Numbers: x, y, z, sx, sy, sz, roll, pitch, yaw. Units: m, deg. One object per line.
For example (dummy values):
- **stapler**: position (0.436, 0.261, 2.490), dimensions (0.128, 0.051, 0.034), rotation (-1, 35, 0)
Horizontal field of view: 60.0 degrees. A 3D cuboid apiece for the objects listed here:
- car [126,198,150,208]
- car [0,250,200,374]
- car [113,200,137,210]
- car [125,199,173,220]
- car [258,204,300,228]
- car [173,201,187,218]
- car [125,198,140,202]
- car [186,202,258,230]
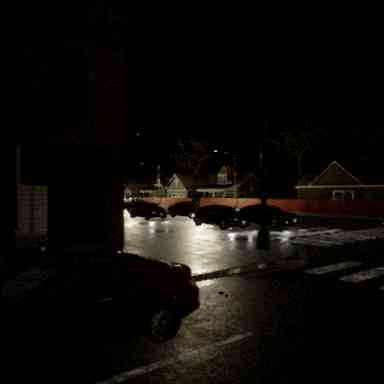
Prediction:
- **car**: position (-8.939, 1.829, 54.506), dimensions (1.837, 1.490, 4.892), rotation (0, 0, -35)
- **car**: position (-1.807, 1.584, 4.899), dimensions (4.206, 1.307, 1.802), rotation (0, 0, -36)
- **car**: position (-10.200, 1.908, 50.549), dimensions (1.895, 1.301, 4.718), rotation (0, 0, -35)
- **car**: position (-4.025, 1.686, 30.473), dimensions (1.837, 1.490, 4.892), rotation (0, 0, -35)
- **car**: position (5.166, 1.619, 23.194), dimensions (1.837, 1.490, 4.892), rotation (0, 0, -36)
- **car**: position (-0.290, 1.650, 30.829), dimensions (1.882, 1.535, 5.008), rotation (0, 0, -35)
- **car**: position (-5.821, 1.723, 38.604), dimensions (2.128, 1.511, 4.902), rotation (0, 0, -35)
- **car**: position (1.856, 1.623, 22.259), dimensions (1.837, 1.490, 4.892), rotation (0, 0, -33)
